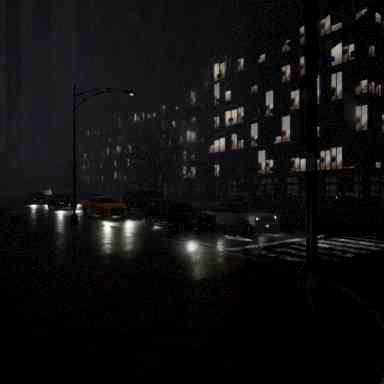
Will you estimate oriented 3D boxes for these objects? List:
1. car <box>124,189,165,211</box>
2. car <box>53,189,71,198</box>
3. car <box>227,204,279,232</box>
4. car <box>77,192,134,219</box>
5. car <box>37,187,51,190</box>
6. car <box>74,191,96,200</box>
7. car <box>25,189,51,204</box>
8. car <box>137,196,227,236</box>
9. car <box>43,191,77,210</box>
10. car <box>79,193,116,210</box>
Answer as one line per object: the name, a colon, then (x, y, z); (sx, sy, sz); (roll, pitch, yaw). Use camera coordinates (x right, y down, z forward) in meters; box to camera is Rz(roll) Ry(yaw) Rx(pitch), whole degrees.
car: (-3.583, 0.810, 26.195); (2.150, 2.045, 5.566); (0, 1, -38)
car: (-25.553, 0.244, 65.148); (1.882, 1.535, 5.008); (0, 1, -38)
car: (2.449, 1.368, 18.542); (1.895, 1.301, 4.718); (0, 1, -39)
car: (-6.565, 1.058, 24.732); (1.882, 1.535, 5.008); (0, 1, -38)
car: (-28.559, -0.025, 63.717); (2.150, 2.045, 5.566); (0, 1, -38)
car: (-17.848, 0.599, 55.286); (1.895, 1.301, 4.718); (0, 1, -38)
car: (-19.206, 0.707, 40.958); (1.837, 1.490, 4.892); (0, 1, -37)
car: (-0.719, 1.231, 17.286); (1.882, 1.535, 5.008); (0, 1, -37)
car: (-12.841, 0.898, 32.745); (1.837, 1.490, 4.892); (0, 1, -38)
car: (-9.750, 0.883, 34.077); (1.882, 1.535, 5.008); (0, 1, -38)
